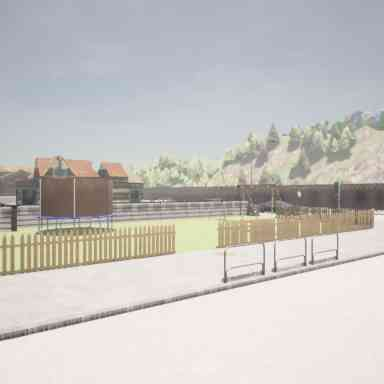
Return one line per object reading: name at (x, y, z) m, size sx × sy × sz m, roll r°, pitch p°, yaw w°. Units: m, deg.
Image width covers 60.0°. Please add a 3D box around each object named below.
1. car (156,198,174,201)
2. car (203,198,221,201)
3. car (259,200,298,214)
car at (-4.031, 1.600, 53.177) m, size 1.895 × 1.301 × 4.718 m, roll 0°, pitch 0°, yaw -35°
car at (2.891, 1.547, 43.350) m, size 2.033 × 1.411 × 5.357 m, roll 0°, pitch 0°, yaw -35°
car at (8.947, 1.564, 34.800) m, size 1.994 × 1.385 × 4.181 m, roll 0°, pitch 0°, yaw -35°
